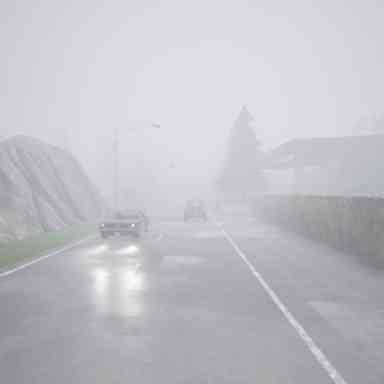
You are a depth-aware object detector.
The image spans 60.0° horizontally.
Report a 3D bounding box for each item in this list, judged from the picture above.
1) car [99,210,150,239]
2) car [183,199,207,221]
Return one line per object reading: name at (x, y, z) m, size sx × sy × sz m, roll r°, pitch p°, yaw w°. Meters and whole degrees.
car at (-3.495, 1.676, 17.910) m, size 1.895 × 1.301 × 4.718 m, roll 0°, pitch 0°, yaw 0°
car at (0.276, 1.611, 28.433) m, size 2.128 × 1.511 × 4.902 m, roll 0°, pitch 0°, yaw 0°
